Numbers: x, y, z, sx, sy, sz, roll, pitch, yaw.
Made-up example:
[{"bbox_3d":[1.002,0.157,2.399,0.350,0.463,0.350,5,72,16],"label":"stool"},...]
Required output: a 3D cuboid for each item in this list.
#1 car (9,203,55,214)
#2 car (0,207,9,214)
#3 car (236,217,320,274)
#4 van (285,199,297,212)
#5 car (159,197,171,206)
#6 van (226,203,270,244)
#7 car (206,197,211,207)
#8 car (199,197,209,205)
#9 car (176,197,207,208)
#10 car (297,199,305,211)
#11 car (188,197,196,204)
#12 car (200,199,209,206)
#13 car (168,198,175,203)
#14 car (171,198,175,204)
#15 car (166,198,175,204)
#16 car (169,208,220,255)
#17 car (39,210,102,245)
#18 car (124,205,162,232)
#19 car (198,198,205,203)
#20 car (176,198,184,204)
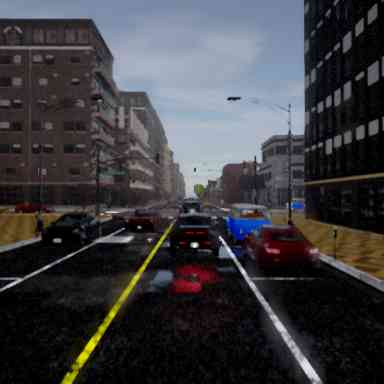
[{"bbox_3d":[-17.477,1.839,37.033,4.206,1.307,1.802,0,-1,0],"label":"car"},{"bbox_3d":[-22.970,1.771,37.019,4.829,1.417,1.752,0,-1,0],"label":"car"},{"bbox_3d":[2.657,1.670,10.539,1.802,1.307,4.206,0,0,0],"label":"car"},{"bbox_3d":[14.885,1.802,45.504,3.998,1.788,1.690,0,-1,0],"label":"van"},{"bbox_3d":[-5.709,2.115,66.379,1.752,1.417,4.829,0,-1,0],"label":"car"},{"bbox_3d":[2.656,1.477,16.230,1.690,1.788,3.998,0,0,0],"label":"van"},{"bbox_3d":[2.674,2.066,61.184,1.752,1.417,4.829,0,-1,0],"label":"car"},{"bbox_3d":[2.669,2.014,77.633,2.192,1.841,5.009,0,-1,0],"label":"car"},{"bbox_3d":[-0.128,1.604,29.738,2.097,1.767,4.553,0,0,-3],"label":"car"},{"bbox_3d":[14.911,1.666,37.125,5.009,1.841,2.192,0,-1,0],"label":"car"},{"bbox_3d":[-0.028,2.156,87.785,2.097,1.767,4.553,0,-1,0],"label":"car"},{"bbox_3d":[2.670,2.227,72.091,1.802,1.307,4.206,0,-1,0],"label":"car"},{"bbox_3d":[-5.718,2.390,94.074,1.752,1.417,4.829,0,-1,0],"label":"car"},{"bbox_3d":[-5.712,2.014,77.629,2.192,1.841,5.009,0,-1,0],"label":"car"},{"bbox_3d":[-5.717,2.361,88.705,2.008,1.369,4.403,0,-1,0],"label":"car"},{"bbox_3d":[0.097,1.619,13.879,1.837,1.490,4.892,0,-1,0],"label":"car"},{"bbox_3d":[-5.692,1.702,16.251,1.947,1.339,4.313,0,0,0],"label":"car"},{"bbox_3d":[-3.076,1.783,21.686,1.895,1.301,4.718,0,-1,0],"label":"car"},{"bbox_3d":[2.662,2.418,94.247,2.008,1.369,4.403,0,-1,0],"label":"car"},{"bbox_3d":[-3.027,2.271,82.415,1.812,1.442,4.674,0,-1,0],"label":"car"}]
